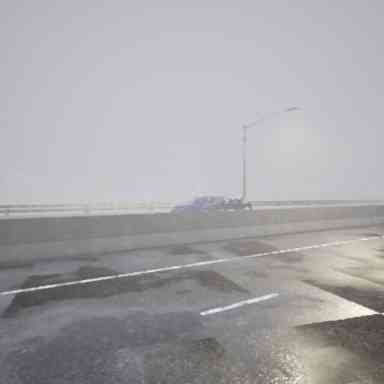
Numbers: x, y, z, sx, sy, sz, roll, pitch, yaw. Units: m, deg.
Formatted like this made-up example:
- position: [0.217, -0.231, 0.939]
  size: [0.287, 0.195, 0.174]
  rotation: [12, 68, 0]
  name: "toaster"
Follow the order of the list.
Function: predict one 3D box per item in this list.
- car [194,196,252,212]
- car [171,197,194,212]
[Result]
- position: [2.869, 1.173, 27.297]
  size: [4.892, 1.490, 1.837]
  rotation: [0, 0, -35]
  name: "car"
- position: [0.839, 1.367, 30.148]
  size: [5.566, 2.045, 2.150]
  rotation: [0, 0, -35]
  name: "car"
